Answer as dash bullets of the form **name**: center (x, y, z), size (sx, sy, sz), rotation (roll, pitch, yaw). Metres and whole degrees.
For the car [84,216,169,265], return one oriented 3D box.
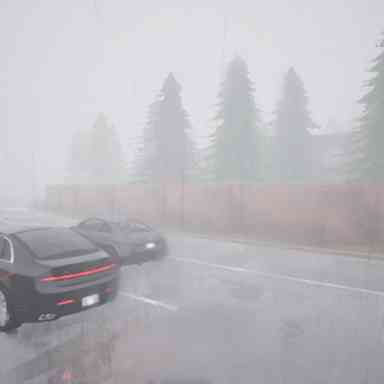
- **car**: center (-2.729, 1.447, 10.622), size (4.181, 1.385, 1.994), rotation (1, 1, 39)

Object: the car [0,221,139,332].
- **car**: center (-3.487, 1.411, 6.726), size (4.892, 1.490, 1.837), rotation (1, 1, 38)
